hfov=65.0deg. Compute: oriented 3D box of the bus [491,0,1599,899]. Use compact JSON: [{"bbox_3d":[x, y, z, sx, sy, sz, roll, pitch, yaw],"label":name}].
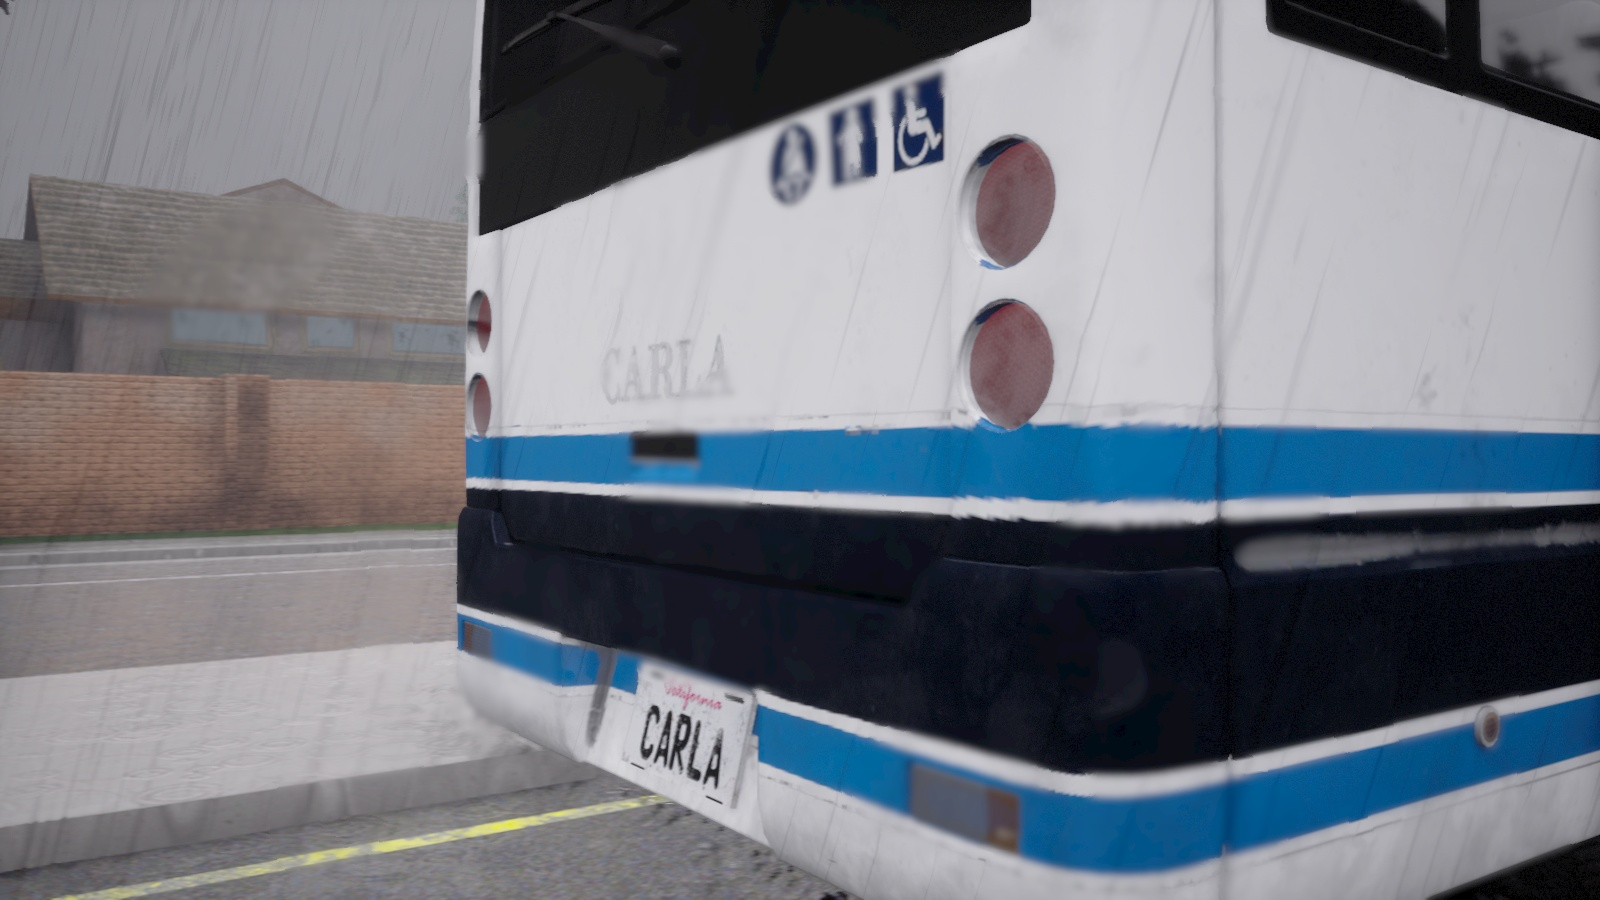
[{"bbox_3d":[4.068,-0.624,6.496,10.273,4.253,3.944,0,0,-35],"label":"bus"}]
